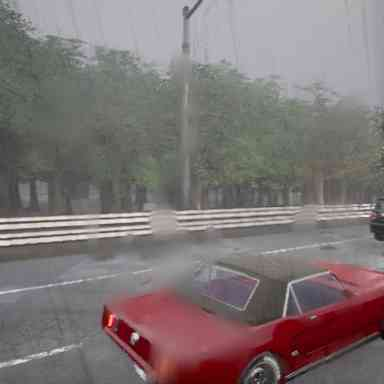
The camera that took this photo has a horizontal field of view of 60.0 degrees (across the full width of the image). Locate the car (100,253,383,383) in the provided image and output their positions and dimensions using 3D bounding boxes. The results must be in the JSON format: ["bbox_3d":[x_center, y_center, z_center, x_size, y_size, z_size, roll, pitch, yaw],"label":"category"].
[{"bbox_3d":[1.280,1.591,4.787,4.718,1.301,1.895,0,0,-35],"label":"car"}]

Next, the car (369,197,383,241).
[{"bbox_3d":[10.392,1.191,15.135,5.566,2.045,2.150,0,0,-33],"label":"car"}]
